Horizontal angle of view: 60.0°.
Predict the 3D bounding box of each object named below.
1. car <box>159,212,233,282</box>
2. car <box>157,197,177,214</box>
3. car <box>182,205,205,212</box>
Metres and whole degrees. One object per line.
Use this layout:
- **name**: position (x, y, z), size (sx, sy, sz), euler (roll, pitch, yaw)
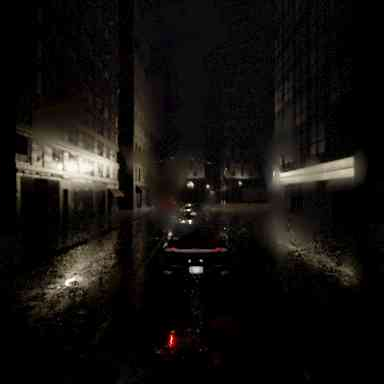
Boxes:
- **car**: position (0.102, 1.579, 10.027), size (2.128, 1.511, 4.902), euler (0, 0, 0)
- **car**: position (-3.045, 1.583, 41.121), size (2.150, 2.045, 5.566), euler (0, -1, 0)
- **car**: position (0.110, 1.794, 28.776), size (2.033, 1.411, 5.357), euler (0, 0, 0)
